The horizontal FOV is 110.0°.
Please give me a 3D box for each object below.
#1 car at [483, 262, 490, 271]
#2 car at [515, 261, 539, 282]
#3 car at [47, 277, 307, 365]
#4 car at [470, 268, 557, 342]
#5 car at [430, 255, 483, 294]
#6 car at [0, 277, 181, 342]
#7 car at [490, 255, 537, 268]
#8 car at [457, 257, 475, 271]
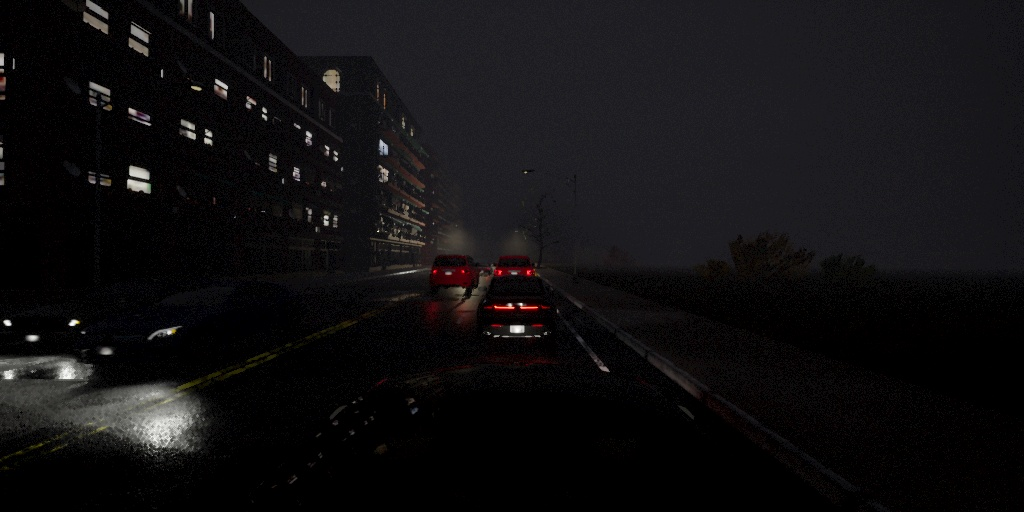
[{"bbox_3d":[-3.117,1.354,40.084,1.895,1.301,4.718,0,0,0],"label":"car"},{"bbox_3d":[1.163,1.209,30.551,1.801,1.575,5.366,0,0,0],"label":"car"},{"bbox_3d":[-6.592,1.277,8.150,1.812,1.442,4.674,0,0,0],"label":"car"},{"bbox_3d":[0.109,1.256,9.796,1.837,1.490,4.892,0,0,0],"label":"car"},{"bbox_3d":[-3.134,0.971,20.386,2.150,2.045,5.566,0,0,0],"label":"car"},{"bbox_3d":[-9.844,1.299,10.018,2.033,1.411,5.357,0,0,0],"label":"car"},{"bbox_3d":[0.116,0.974,20.143,2.150,2.045,5.566,0,0,0],"label":"car"},{"bbox_3d":[-6.553,1.104,51.415,2.097,1.767,4.553,0,0,0],"label":"car"}]
